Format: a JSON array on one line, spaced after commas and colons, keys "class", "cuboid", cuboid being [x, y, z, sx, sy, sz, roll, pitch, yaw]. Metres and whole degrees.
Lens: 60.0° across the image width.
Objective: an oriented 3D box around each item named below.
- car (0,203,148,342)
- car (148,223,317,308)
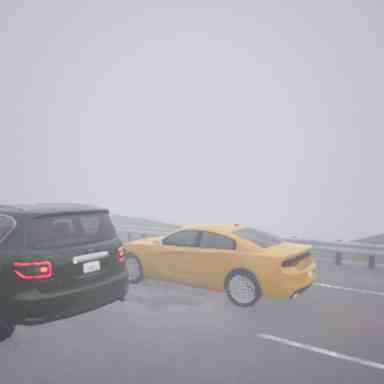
[{"class": "car", "cuboid": [-3.716, 1.245, 6.644, 5.566, 2.045, 2.150, 0, 0, 35]}, {"class": "car", "cuboid": [0.339, 1.493, 8.050, 5.008, 1.535, 1.882, 0, 0, 35]}]
